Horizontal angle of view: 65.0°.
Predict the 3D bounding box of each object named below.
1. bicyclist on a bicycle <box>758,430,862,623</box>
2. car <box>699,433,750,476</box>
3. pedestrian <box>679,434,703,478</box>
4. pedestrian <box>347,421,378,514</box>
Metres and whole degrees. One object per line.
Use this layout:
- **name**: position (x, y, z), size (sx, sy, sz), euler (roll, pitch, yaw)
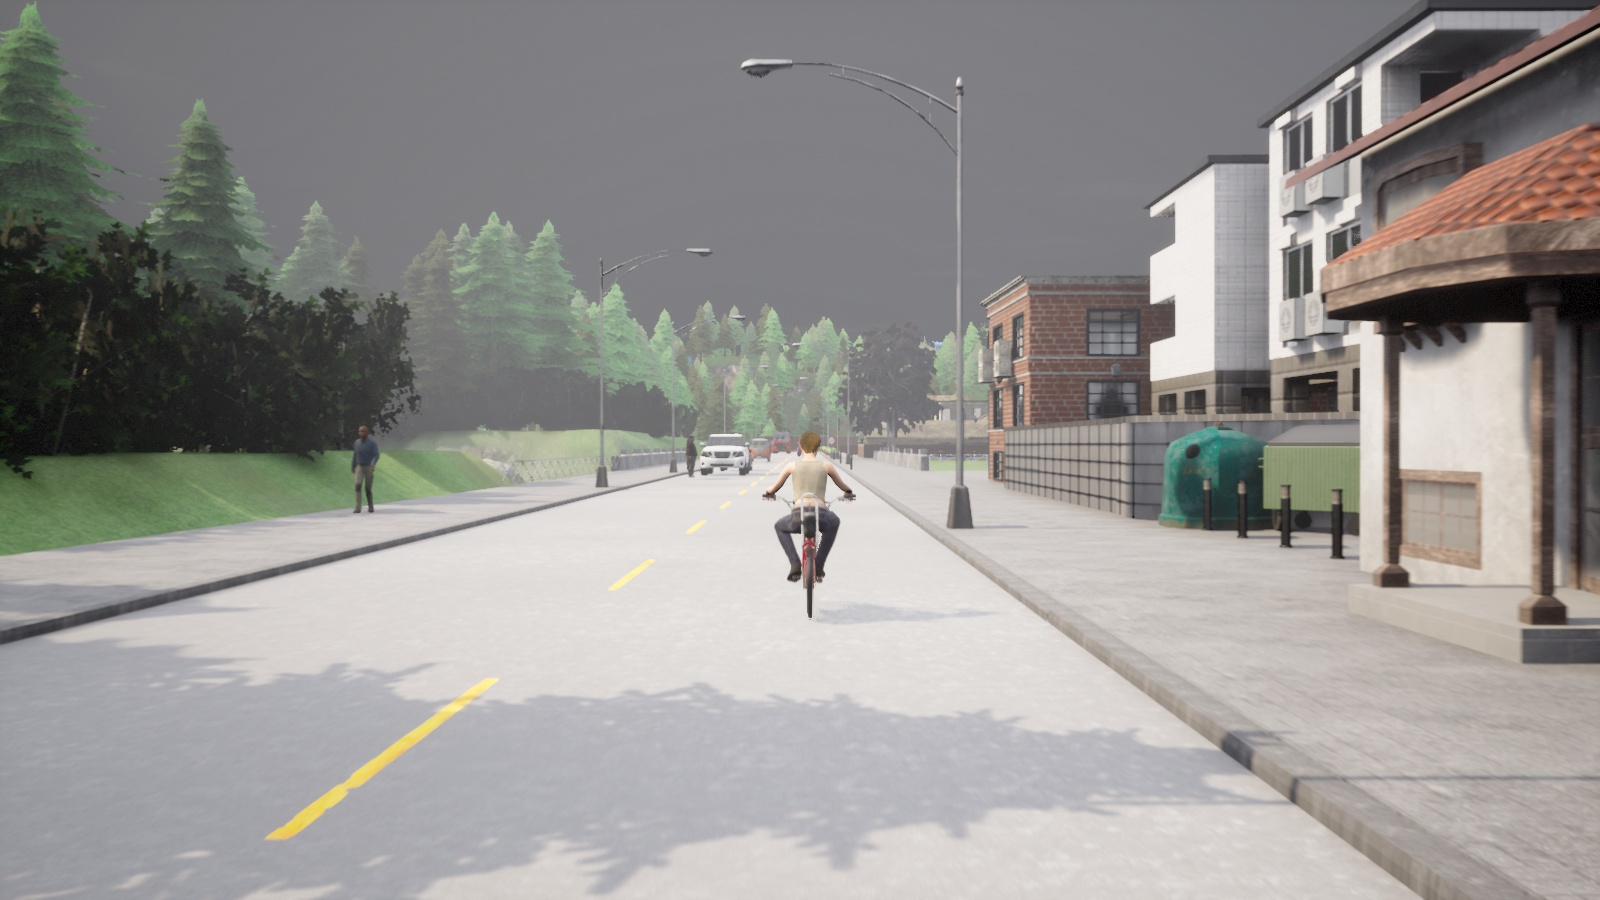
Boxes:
- **bicyclist on a bicycle**: position (0.083, 0.636, 11.213), size (0.866, 1.612, 1.509), euler (0, 0, 0)
- **car**: position (-3.662, 0.201, 61.869), size (2.150, 2.045, 5.566), euler (0, 0, 0)
- **pedestrian**: position (-4.615, 0.242, 53.232), size (0.899, 1.844, 0.634), euler (0, 0, 11)
- **pedestrian**: position (-8.798, 0.342, 25.242), size (0.370, 1.835, 0.726), euler (0, 0, 0)
